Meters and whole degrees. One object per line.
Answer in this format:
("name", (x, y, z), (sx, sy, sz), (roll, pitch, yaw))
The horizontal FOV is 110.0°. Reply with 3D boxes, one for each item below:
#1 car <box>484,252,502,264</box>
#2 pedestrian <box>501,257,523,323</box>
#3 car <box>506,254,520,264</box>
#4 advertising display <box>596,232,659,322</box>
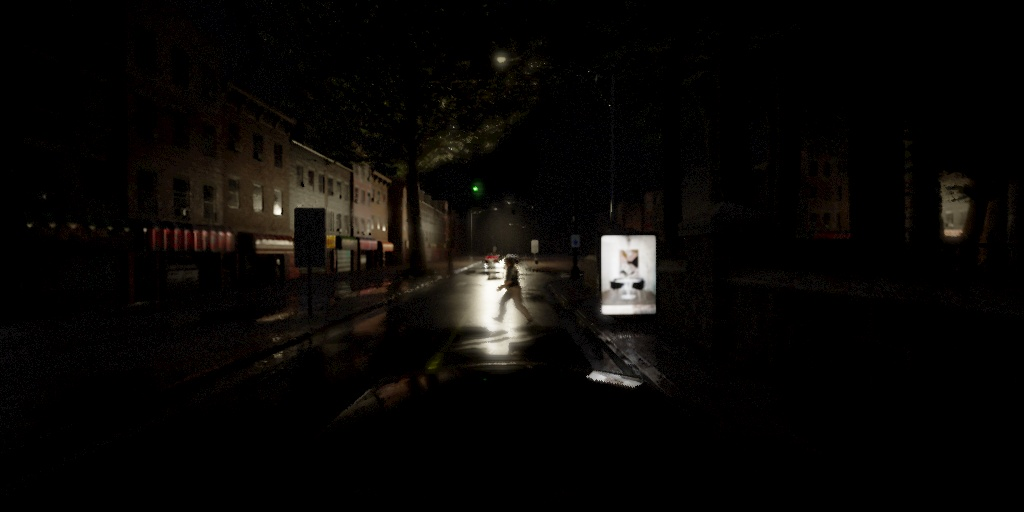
("car", (-2.818, 0.328, 50.587), (1.812, 1.442, 4.674), (0, 1, 0))
("pedestrian", (-0.014, 0.888, 9.432), (0.375, 1.860, 0.375), (0, 0, -10))
("car", (0.089, 0.426, 49.374), (1.895, 1.301, 4.718), (0, 1, 0))
("advertising display", (3.010, 0.624, 9.331), (1.540, 2.440, 0.280), (0, 0, 0))
